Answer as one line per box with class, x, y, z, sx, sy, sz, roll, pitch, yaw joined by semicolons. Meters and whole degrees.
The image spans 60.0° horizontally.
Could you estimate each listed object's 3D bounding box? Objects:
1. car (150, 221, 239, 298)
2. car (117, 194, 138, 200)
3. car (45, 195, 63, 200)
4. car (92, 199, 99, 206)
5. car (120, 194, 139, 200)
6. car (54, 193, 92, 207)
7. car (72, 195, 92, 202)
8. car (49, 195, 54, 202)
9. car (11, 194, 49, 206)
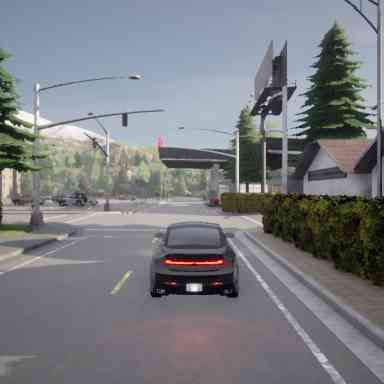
car;0.061;1.505;8.527;1.837;1.490;4.892;0;0;0
car;-16.411;1.330;84.534;5.027;1.636;2.152;0;0;0
car;-35.077;1.384;84.577;3.806;1.475;1.970;0;0;0
car;-16.167;1.361;50.278;3.806;1.475;1.970;0;0;0
car;-16.481;1.339;87.671;4.514;1.523;2.007;0;0;0
car;-16.760;1.077;46.950;3.866;1.878;1.905;0;0;0
car;-24.018;1.319;72.646;3.633;1.501;1.845;0;0;0
car;-24.005;1.298;62.653;4.514;1.523;2.007;0;0;0
car;-24.646;1.097;50.192;4.605;1.855;1.932;0;0;0
